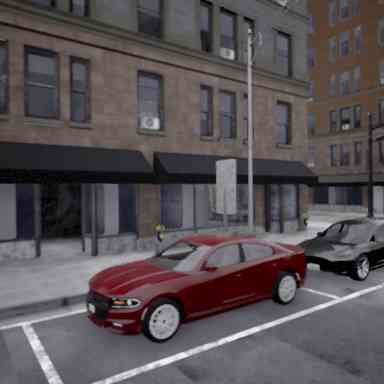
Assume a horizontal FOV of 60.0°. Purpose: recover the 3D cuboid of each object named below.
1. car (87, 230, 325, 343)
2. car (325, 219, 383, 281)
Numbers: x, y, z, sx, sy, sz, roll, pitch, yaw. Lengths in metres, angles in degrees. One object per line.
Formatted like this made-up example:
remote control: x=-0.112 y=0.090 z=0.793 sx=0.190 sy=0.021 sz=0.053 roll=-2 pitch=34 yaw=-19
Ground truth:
car: x=0.311 y=1.506 z=6.377 sx=4.507 sy=1.381 sz=1.887 roll=-1 pitch=0 yaw=-35
car: x=4.820 y=1.471 z=9.545 sx=4.313 sy=1.339 sz=1.947 roll=-1 pitch=0 yaw=-35
